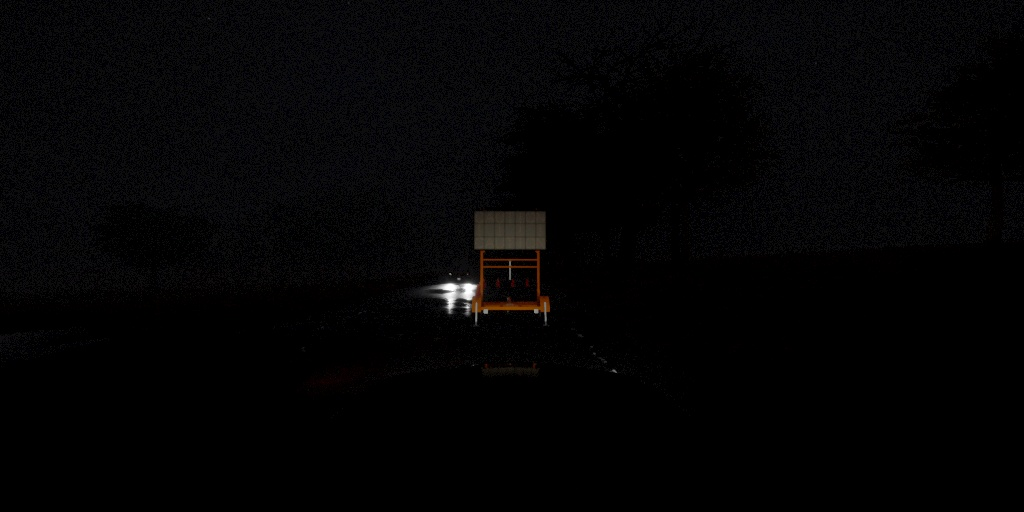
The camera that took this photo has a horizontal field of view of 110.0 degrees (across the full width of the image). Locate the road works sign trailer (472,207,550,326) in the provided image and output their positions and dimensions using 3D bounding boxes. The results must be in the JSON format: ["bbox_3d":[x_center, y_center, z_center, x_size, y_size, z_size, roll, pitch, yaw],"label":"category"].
[{"bbox_3d":[-0.067,0.231,11.690,2.380,3.560,2.880,0,0,-2],"label":"road works sign trailer"}]

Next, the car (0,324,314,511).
[{"bbox_3d":[-3.616,1.297,2.513,2.033,1.411,5.357,0,0,0],"label":"car"}]

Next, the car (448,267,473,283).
[{"bbox_3d":[-4.432,1.603,31.314,1.895,1.301,4.718,0,-1,-3],"label":"car"}]
